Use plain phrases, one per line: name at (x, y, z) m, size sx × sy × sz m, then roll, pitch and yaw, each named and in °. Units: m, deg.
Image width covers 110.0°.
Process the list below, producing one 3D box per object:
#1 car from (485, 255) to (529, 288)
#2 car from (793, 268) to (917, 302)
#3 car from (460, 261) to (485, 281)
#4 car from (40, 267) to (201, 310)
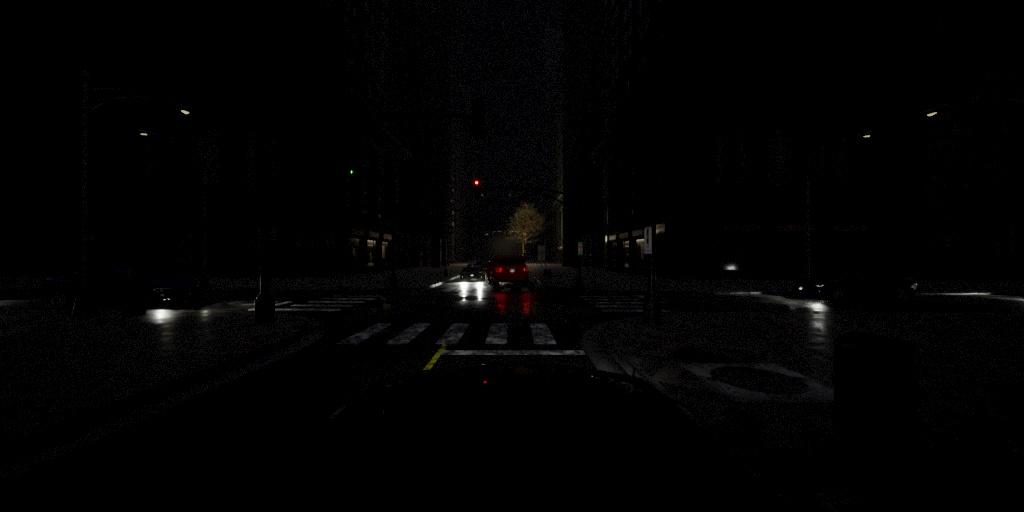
car at (-0.329, 0.971, 23.896) m, size 2.150 × 2.045 × 5.566 m, roll -1°, pitch 0°, yaw -8°
car at (16.116, 1.309, 17.000) m, size 4.892 × 1.490 × 1.837 m, roll 0°, pitch 0°, yaw 0°
car at (-3.082, 1.314, 29.605) m, size 1.994 × 1.385 × 4.181 m, roll 0°, pitch 0°, yaw 0°
car at (-14.903, 1.176, 13.820) m, size 5.008 × 1.535 × 1.882 m, roll 0°, pitch 0°, yaw 2°
